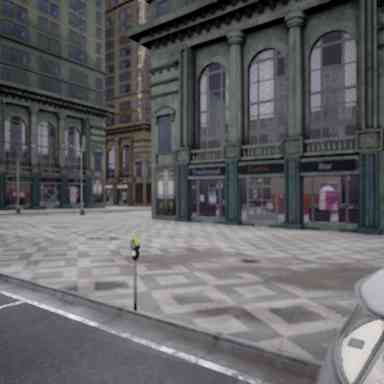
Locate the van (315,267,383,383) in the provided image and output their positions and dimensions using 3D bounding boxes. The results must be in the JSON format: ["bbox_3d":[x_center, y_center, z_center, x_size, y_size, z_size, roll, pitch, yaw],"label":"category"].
[{"bbox_3d":[2.495,1.342,1.220,3.998,1.788,1.690,0,0,35],"label":"van"}]
